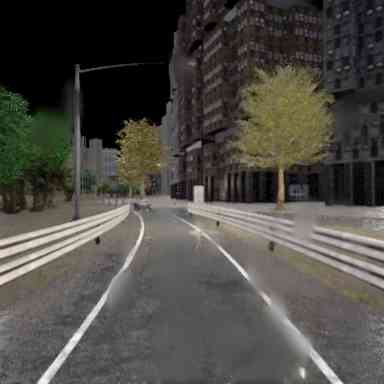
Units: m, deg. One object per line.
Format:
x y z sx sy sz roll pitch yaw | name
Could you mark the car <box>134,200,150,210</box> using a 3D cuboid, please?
-7.408 1.849 48.994 2.128 1.511 4.902 0 0 -18 | car
